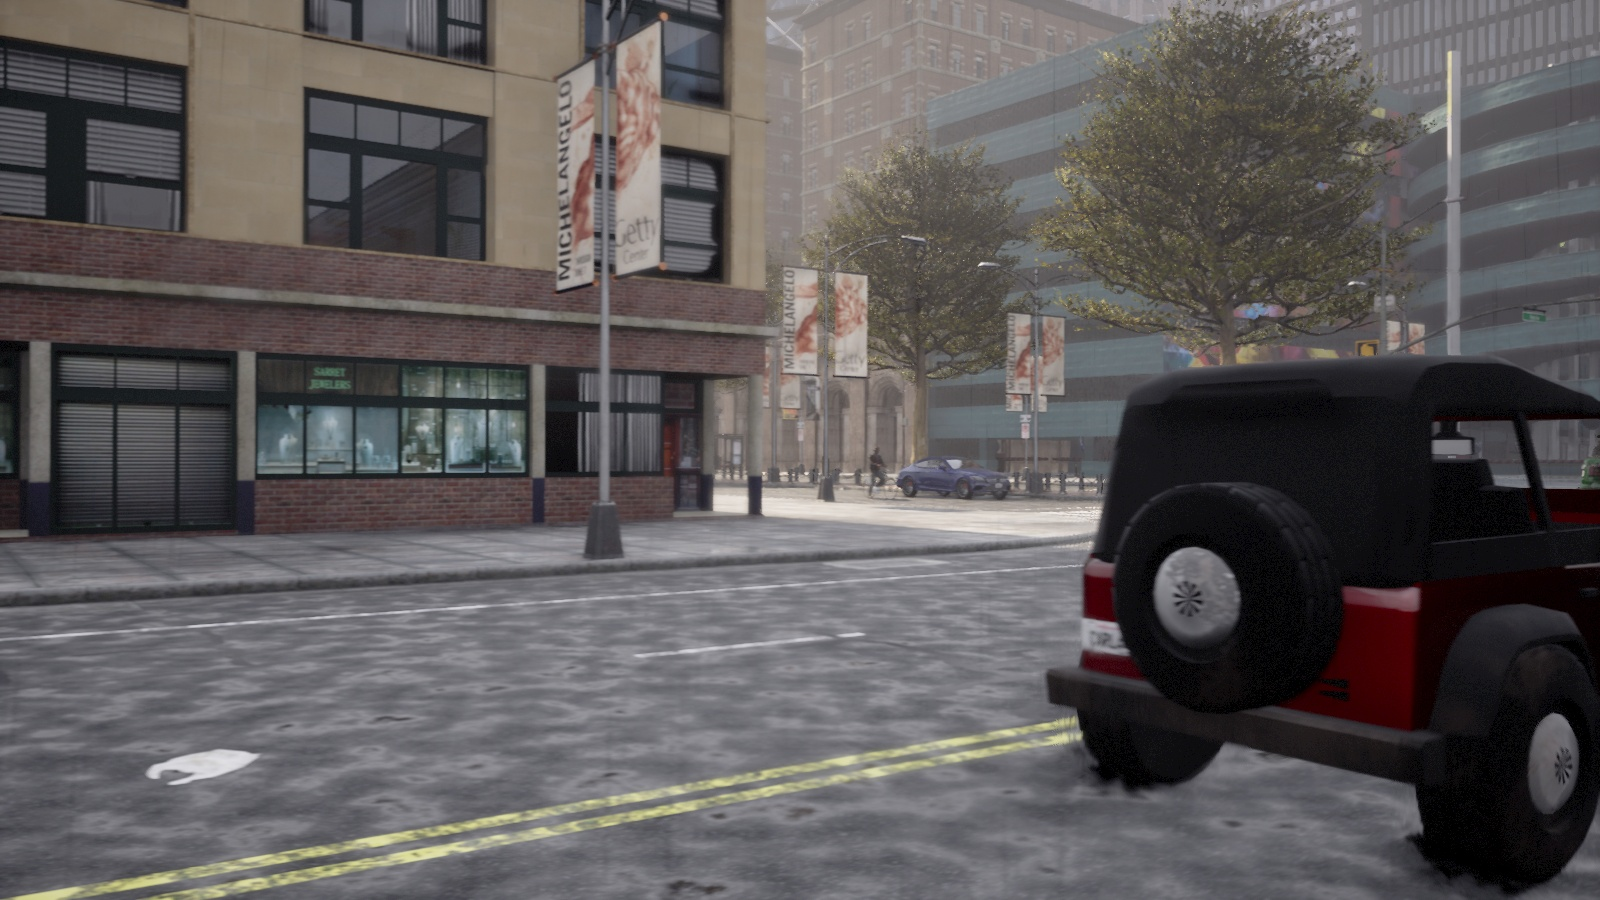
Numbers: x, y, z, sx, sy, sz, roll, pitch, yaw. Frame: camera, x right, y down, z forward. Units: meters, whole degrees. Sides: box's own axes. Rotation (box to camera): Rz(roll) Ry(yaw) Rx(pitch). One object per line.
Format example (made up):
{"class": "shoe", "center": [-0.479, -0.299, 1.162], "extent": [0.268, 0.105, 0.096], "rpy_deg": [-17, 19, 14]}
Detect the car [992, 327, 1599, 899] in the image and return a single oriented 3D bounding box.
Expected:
{"class": "car", "center": [2.963, 0.559, 5.721], "extent": [3.866, 1.878, 1.905], "rpy_deg": [0, 0, -35]}

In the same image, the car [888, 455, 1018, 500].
{"class": "car", "center": [5.235, 0.911, 43.614], "extent": [1.812, 1.442, 4.674], "rpy_deg": [0, 0, -35]}

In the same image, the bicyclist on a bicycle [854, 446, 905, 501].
{"class": "bicyclist on a bicycle", "center": [2.606, 0.751, 41.312], "extent": [0.659, 1.776, 1.843], "rpy_deg": [0, 0, -35]}

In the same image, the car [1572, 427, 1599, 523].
{"class": "car", "center": [19.707, 0.534, 26.630], "extent": [5.566, 2.045, 2.150], "rpy_deg": [0, 0, 28]}
